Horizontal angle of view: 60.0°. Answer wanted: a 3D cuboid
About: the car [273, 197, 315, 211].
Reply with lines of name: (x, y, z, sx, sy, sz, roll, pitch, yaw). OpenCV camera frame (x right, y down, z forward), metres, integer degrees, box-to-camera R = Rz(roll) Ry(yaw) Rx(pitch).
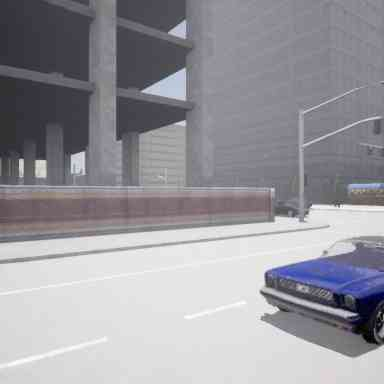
car: (13.057, 1.491, 42.836, 2.128, 1.511, 4.902, 0, 0, -36)

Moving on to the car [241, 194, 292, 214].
car: (8.195, 1.221, 37.309, 2.150, 2.045, 5.566, 0, 0, -36)

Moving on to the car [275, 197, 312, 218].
car: (8.522, 1.505, 30.851, 1.837, 1.490, 4.892, 0, 0, -35)

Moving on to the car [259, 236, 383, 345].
car: (3.536, 1.601, 6.506, 4.718, 1.301, 1.895, 0, 0, -35)
